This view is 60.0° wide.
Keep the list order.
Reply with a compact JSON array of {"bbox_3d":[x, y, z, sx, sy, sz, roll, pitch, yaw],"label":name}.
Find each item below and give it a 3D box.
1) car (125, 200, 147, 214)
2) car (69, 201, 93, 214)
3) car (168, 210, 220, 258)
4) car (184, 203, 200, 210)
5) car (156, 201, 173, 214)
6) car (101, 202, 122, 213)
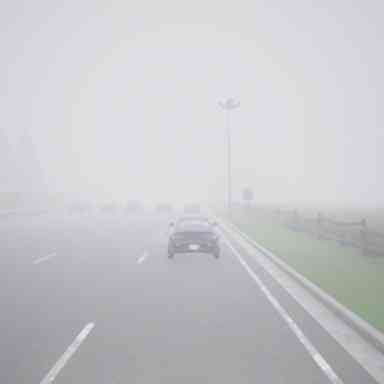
[{"bbox_3d":[-7.001,1.780,41.957,2.097,1.767,4.553,0,-1,0],"label":"car"},{"bbox_3d":[-14.001,1.927,42.197,2.128,1.511,4.902,0,-1,0],"label":"car"},{"bbox_3d":[0.057,1.660,13.246,1.812,1.442,4.674,0,-1,0],"label":"car"},{"bbox_3d":[0.001,2.013,40.761,1.895,1.301,4.718,0,-1,0],"label":"car"},{"bbox_3d":[-3.501,1.935,42.318,1.837,1.490,4.892,0,-1,0],"label":"car"},{"bbox_3d":[-10.503,1.970,43.283,1.812,1.442,4.674,0,-1,0],"label":"car"}]
